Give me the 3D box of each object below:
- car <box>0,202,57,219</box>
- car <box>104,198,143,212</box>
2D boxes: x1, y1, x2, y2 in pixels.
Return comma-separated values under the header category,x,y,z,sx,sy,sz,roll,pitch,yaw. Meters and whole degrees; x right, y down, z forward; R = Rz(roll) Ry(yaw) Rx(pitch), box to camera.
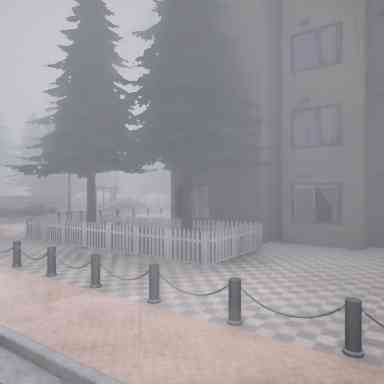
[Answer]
category,x,y,z,sx,sy,sz,roll,pitch,yaw
car,-14.366,1.585,28.805,1.895,1.301,4.718,0,0,37
car,-7.714,1.475,37.601,2.128,1.511,4.902,0,0,37
